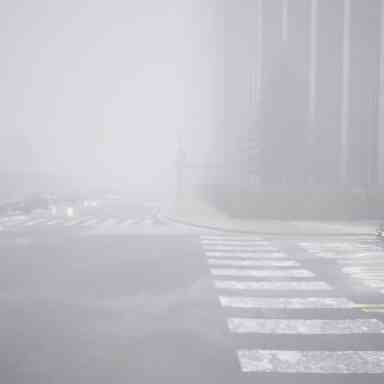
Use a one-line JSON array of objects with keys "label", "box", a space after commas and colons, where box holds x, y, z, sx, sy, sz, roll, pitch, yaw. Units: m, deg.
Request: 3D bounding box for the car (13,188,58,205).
[{"label": "car", "box": [-15.335, 0.408, 32.942, 2.033, 1.411, 5.357, 0, 2, -1]}]

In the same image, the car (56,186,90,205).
[{"label": "car", "box": [-11.818, 0.422, 32.422, 1.812, 1.442, 4.674, 0, 2, -1]}]

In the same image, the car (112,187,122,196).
[{"label": "car", "box": [-12.153, -0.142, 51.658, 1.994, 1.385, 4.181, 0, 2, -1]}]

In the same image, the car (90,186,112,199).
[{"label": "car", "box": [-11.999, 0.089, 41.942, 2.128, 1.511, 4.902, 0, 2, -1]}]

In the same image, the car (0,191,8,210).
[{"label": "car", "box": [-15.125, 0.686, 23.368, 1.812, 1.442, 4.674, 0, 2, -1]}]

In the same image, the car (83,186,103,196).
[{"label": "car", "box": [-15.679, -0.236, 52.829, 1.812, 1.442, 4.674, 0, 2, -1]}]

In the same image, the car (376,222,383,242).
[{"label": "car", "box": [9.000, 1.223, 11.465, 4.892, 1.490, 1.837, 0, 2, -1]}]

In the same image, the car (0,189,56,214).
[{"label": "car", "box": [-11.626, 0.703, 23.448, 1.812, 1.442, 4.674, 0, 2, -1]}]

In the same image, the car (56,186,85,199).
[{"label": "car", "box": [-15.507, 0.030, 42.787, 1.882, 1.535, 5.008, 0, 2, -1]}]
